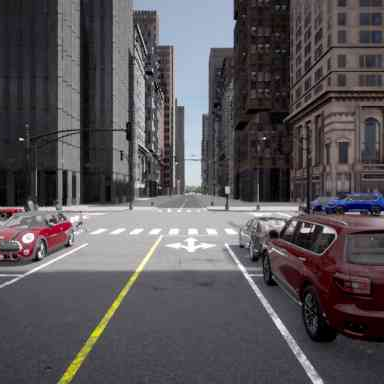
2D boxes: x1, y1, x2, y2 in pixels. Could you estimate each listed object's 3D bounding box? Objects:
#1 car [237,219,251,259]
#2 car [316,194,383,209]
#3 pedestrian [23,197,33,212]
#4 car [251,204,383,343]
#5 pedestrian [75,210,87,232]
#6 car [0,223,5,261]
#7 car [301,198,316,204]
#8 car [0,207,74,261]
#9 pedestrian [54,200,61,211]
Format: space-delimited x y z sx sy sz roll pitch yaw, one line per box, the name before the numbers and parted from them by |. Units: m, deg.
car | 2.727 1.550 12.008 2.008 1.369 4.403 0 0 0
car | 14.975 1.167 30.883 5.566 2.045 2.150 0 0 -2
pedestrian | -8.595 1.142 17.469 0.375 1.860 0.375 0 0 0
car | 2.741 1.314 6.406 2.192 1.841 5.009 0 0 0
pedestrian | -6.205 1.578 18.679 0.375 1.300 0.375 0 0 0
car | -5.783 1.525 6.211 1.752 1.417 4.829 0 0 0
car | 13.302 1.289 34.119 4.553 1.767 2.097 0 0 0
car | -5.799 1.439 11.983 1.967 1.590 4.097 0 0 0
pedestrian | -7.305 1.293 18.060 0.375 1.860 0.375 0 0 0
